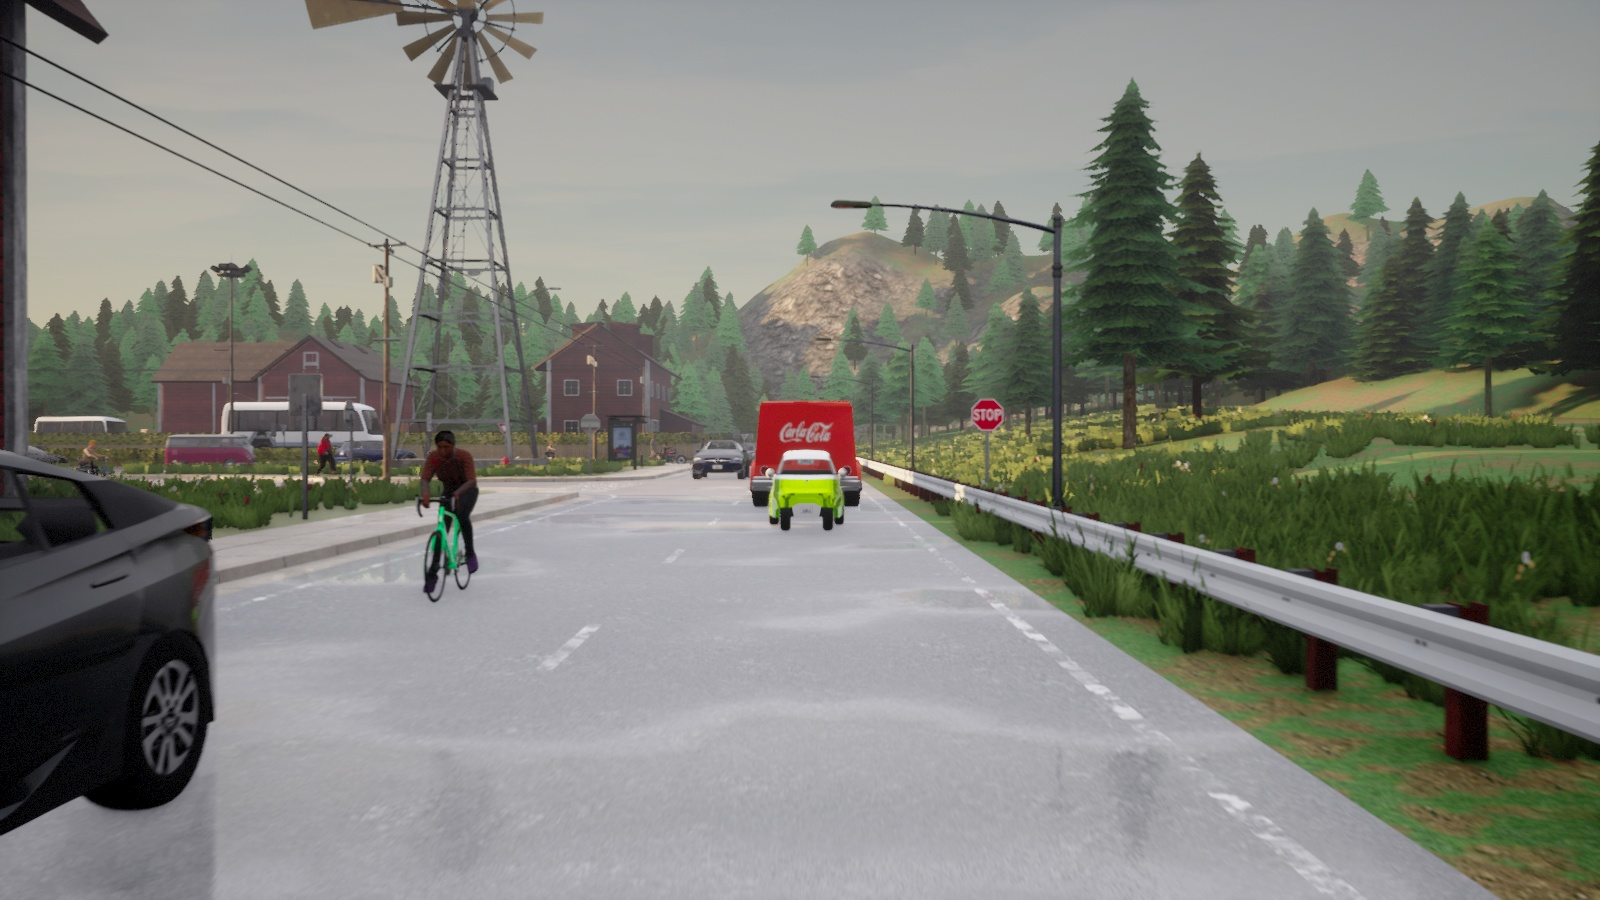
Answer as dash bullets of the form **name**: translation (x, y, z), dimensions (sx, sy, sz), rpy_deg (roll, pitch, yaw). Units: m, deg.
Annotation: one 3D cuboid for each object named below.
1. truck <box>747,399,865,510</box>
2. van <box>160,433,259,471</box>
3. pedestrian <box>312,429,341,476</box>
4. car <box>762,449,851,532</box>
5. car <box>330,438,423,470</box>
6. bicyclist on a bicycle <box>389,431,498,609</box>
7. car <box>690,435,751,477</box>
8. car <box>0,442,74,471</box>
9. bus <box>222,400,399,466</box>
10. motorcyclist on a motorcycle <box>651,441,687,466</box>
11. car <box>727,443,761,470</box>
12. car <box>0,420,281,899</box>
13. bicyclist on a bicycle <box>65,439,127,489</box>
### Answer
- **truck**: translation (0.147, 0.088, 30.408), dimensions (2.627, 2.467, 5.204), rpy_deg (0, 0, 0)
- **van**: translation (-31.444, 0.099, 66.920), dimensions (4.442, 1.987, 1.775), rpy_deg (0, 0, -7)
- **pedestrian**: translation (-18.889, 0.105, 50.087), dimensions (0.899, 1.844, 0.634), rpy_deg (0, 0, 20)
- **car**: translation (0.114, 0.676, 22.179), dimensions (1.481, 1.376, 2.207), rpy_deg (0, 1, 0)
- **car**: translation (-24.062, 0.185, 71.414), dimensions (2.097, 1.767, 4.553), rpy_deg (0, 0, 42)
- **bicyclist on a bicycle**: translation (-3.428, 0.628, 12.213), dimensions (0.582, 1.620, 1.656), rpy_deg (0, 1, 0)
- **car**: translation (-3.286, 0.225, 52.785), dimensions (2.152, 1.651, 5.027), rpy_deg (0, 0, 1)
- **car**: translation (-41.517, 0.340, 66.608), dimensions (4.792, 1.488, 2.163), rpy_deg (0, 0, 0)
- **bus**: translation (-32.583, -1.127, 83.897), dimensions (10.273, 4.253, 3.944), rpy_deg (0, 0, 0)
- **motorcyclist on a motorcycle**: translation (-8.769, 0.217, 83.983), dimensions (2.350, 1.649, 0.766), rpy_deg (0, 0, -1)
- **car**: translation (-3.181, 0.355, 71.587), dimensions (1.845, 1.501, 3.633), rpy_deg (0, 0, -1)
- **car**: translation (-3.463, 0.670, 3.676), dimensions (2.007, 1.525, 4.514), rpy_deg (0, 0, 0)
- **bicyclist on a bicycle**: translation (-22.950, 0.435, 40.955), dimensions (1.509, 1.612, 0.866), rpy_deg (0, 0, -1)
